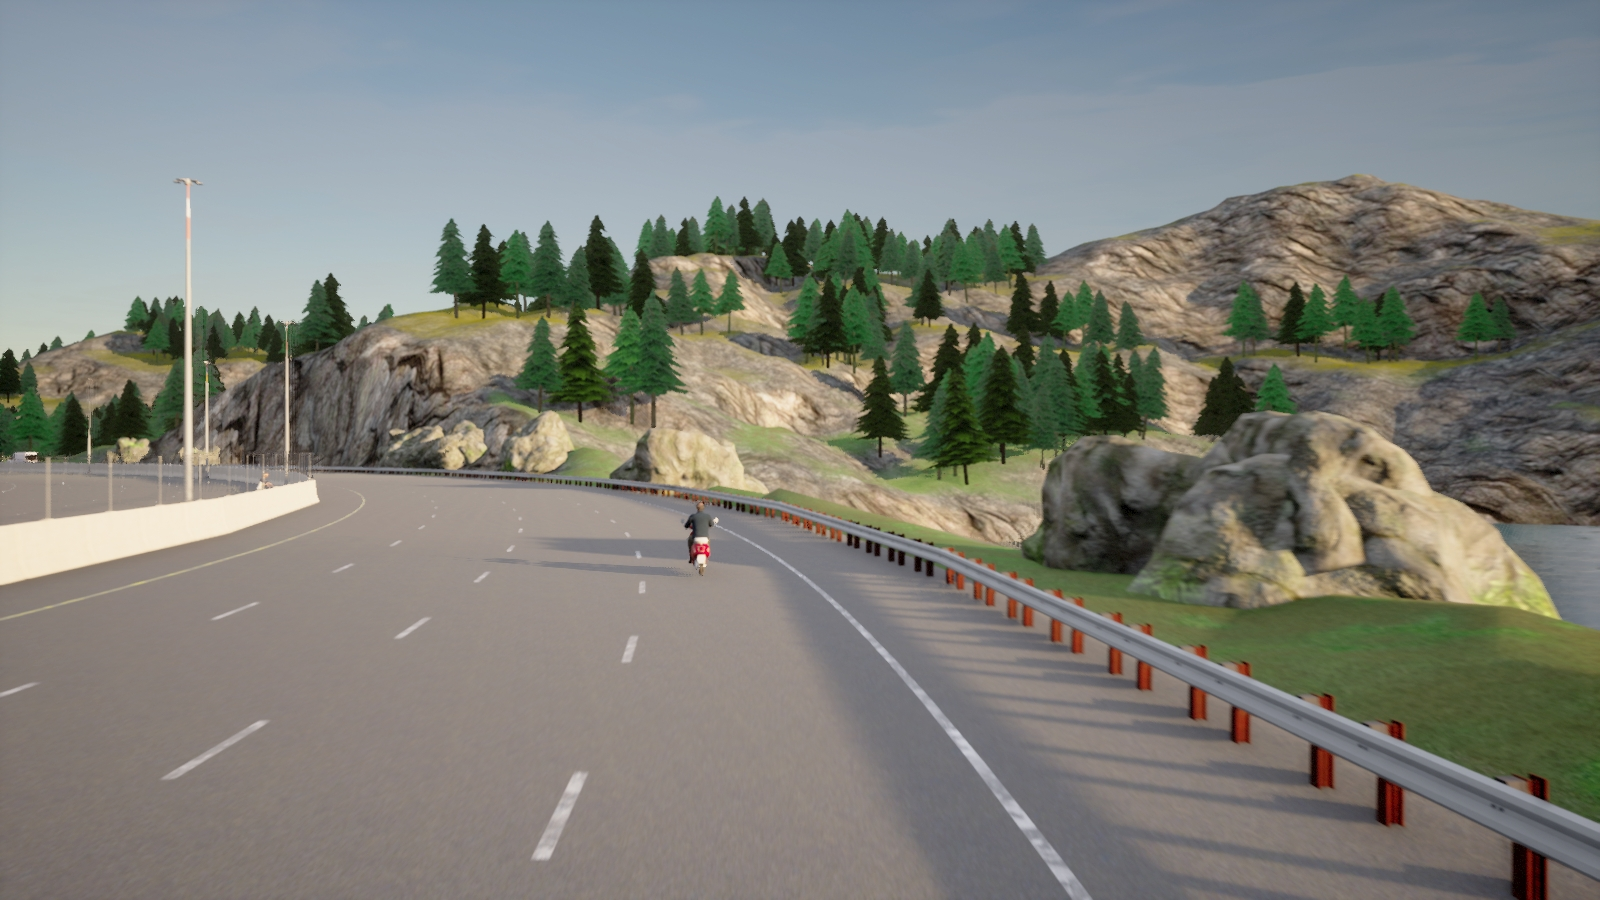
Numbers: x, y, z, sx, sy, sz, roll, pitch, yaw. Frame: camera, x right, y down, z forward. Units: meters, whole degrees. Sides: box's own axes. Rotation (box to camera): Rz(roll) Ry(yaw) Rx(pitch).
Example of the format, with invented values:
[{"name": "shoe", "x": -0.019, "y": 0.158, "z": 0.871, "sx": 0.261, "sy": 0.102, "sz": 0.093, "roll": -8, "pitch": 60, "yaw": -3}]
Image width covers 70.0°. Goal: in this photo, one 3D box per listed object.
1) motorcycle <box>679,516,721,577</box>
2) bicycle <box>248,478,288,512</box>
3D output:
[{"name": "motorcycle", "x": -2.296, "y": 2.177, "z": 26.041, "sx": 0.856, "sy": 1.236, "sz": 1.805, "roll": 0, "pitch": 0, "yaw": -8}, {"name": "bicycle", "x": -24.488, "y": 2.057, "z": 52.638, "sx": 1.643, "sy": 1.514, "sz": 0.373, "roll": 0, "pitch": 0, "yaw": -16}]
